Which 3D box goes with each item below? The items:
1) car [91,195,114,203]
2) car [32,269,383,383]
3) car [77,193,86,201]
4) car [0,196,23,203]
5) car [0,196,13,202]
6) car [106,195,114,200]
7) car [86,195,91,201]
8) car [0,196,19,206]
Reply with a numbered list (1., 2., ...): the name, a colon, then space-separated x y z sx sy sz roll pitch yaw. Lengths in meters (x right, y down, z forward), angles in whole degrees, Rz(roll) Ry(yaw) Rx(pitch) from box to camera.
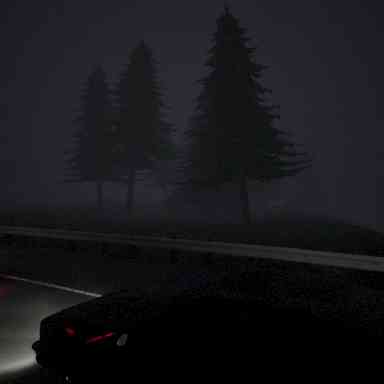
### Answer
1. car: -18.349 1.544 68.916 2.033 1.411 5.357 0 0 5
2. car: 0.724 1.547 3.214 5.357 1.411 2.033 0 0 34
3. car: -29.325 1.225 89.036 2.150 2.045 5.566 0 0 -11
4. car: -39.250 1.540 72.309 2.033 1.411 5.357 0 0 5
5. car: -42.639 1.540 74.377 2.033 1.411 5.357 0 0 5
6. car: -22.594 1.478 91.437 1.882 1.535 5.008 0 0 -11
7. car: -25.400 1.595 85.802 1.895 1.301 4.718 0 0 -7
8. car: -26.686 1.492 46.874 2.128 1.511 4.902 0 0 15
